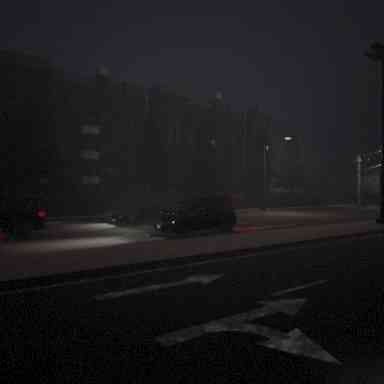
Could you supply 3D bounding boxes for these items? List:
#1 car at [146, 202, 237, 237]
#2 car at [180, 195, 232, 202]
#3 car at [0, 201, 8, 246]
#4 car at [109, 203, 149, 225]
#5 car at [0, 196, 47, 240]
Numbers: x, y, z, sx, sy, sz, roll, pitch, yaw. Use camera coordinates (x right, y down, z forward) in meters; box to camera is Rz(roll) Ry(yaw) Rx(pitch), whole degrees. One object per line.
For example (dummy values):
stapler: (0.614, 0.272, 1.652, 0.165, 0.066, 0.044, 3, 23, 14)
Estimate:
car: (0.305, 1.497, 18.323, 4.902, 1.511, 2.128, 0, 0, -35)
car: (0.484, 1.230, 22.743, 5.566, 2.045, 2.150, 0, 0, -35)
car: (-9.192, 1.352, 11.559, 4.553, 1.767, 2.097, 0, 0, -35)
car: (-3.220, 1.553, 24.410, 5.357, 1.411, 2.033, 0, 0, -36)
car: (-9.769, 1.225, 15.449, 5.566, 2.045, 2.150, 1, 0, -36)
